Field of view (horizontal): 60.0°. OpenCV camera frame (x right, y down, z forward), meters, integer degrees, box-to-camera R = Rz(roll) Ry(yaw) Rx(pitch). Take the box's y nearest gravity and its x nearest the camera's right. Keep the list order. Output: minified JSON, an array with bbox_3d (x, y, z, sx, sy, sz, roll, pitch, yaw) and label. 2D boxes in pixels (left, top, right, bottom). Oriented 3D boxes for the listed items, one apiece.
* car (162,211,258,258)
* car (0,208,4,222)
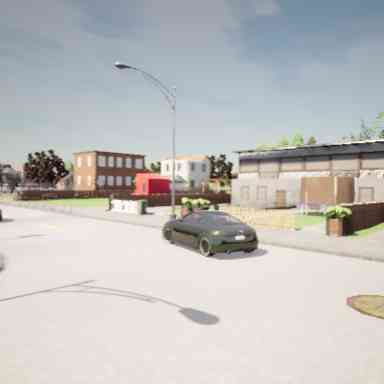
[{"bbox_3d":[0.508,1.376,12.283,1.994,1.385,4.181,1,1,-30],"label":"car"},{"bbox_3d":[-13.064,1.080,20.256,4.181,1.385,1.994,2,1,45],"label":"car"}]
